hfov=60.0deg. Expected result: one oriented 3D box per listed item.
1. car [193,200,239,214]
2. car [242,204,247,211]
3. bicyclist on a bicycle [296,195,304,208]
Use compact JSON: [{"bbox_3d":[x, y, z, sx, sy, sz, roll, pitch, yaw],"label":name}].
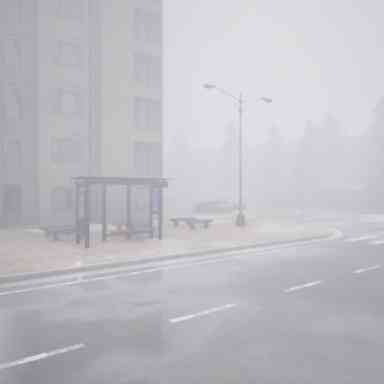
[{"bbox_3d":[2.227,1.529,34.307,1.895,1.301,4.718,0,0,-37],"label":"car"},{"bbox_3d":[4.004,1.527,37.726,1.895,1.301,4.718,0,0,-38],"label":"car"},{"bbox_3d":[13.928,1.218,42.994,1.656,1.620,0.582,0,0,-36],"label":"bicyclist on a bicycle"}]
